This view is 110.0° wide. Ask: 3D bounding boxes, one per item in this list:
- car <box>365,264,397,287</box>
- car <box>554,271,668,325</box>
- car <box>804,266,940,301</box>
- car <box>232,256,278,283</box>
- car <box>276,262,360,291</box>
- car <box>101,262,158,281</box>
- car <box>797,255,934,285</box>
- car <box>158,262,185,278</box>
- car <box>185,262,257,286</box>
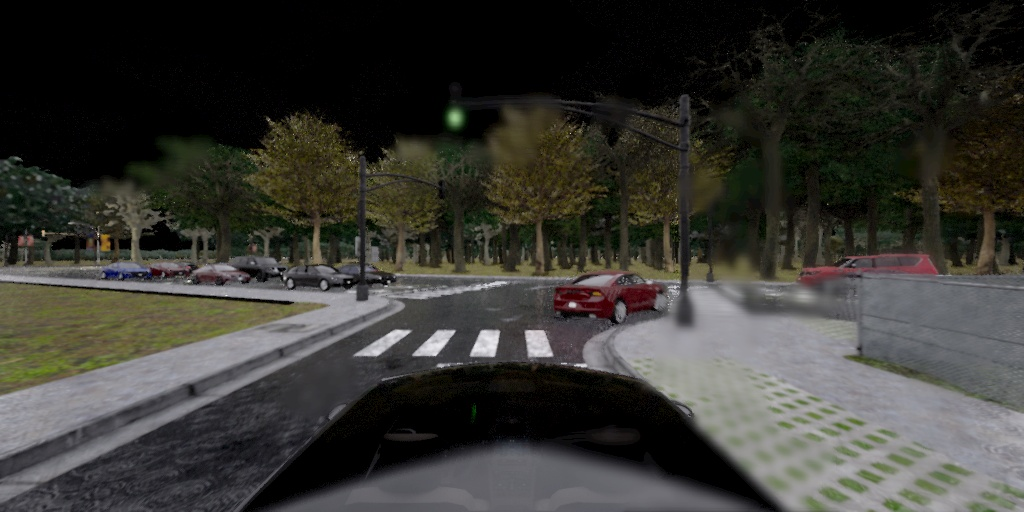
[{"bbox_3d":[-10.679,1.352,25.042,5.357,1.411,2.033,0,0,23],"label":"car"},{"bbox_3d":[3.454,1.237,12.096,1.882,1.535,5.008,-3,-2,44],"label":"car"},{"bbox_3d":[16.875,1.314,16.914,4.181,1.385,1.994,0,0,23],"label":"car"},{"bbox_3d":[-20.576,1.048,29.308,5.566,2.045,2.150,0,0,23],"label":"car"},{"bbox_3d":[-11.787,1.292,21.977,4.892,1.490,1.837,0,0,23],"label":"car"},{"bbox_3d":[-33.957,1.309,31.558,5.008,1.535,1.882,1,0,24],"label":"car"},{"bbox_3d":[19.095,0.983,19.505,5.566,2.045,2.150,-1,-1,23],"label":"car"},{"bbox_3d":[-33.703,1.329,34.995,5.008,1.535,1.882,1,0,24],"label":"car"},{"bbox_3d":[-21.141,1.332,26.013,4.674,1.442,1.812,0,0,23],"label":"car"}]
